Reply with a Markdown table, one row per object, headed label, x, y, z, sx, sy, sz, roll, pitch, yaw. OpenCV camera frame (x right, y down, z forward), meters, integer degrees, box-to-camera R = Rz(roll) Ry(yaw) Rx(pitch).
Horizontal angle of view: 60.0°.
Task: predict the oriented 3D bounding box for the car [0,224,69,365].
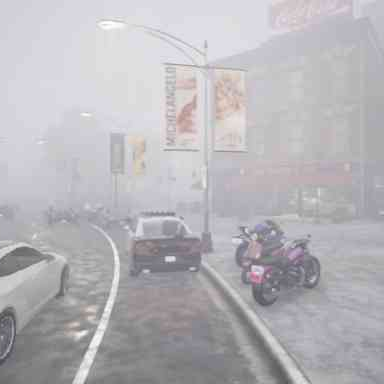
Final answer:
| label | x | y | z | sx | sy | sz | roll | pitch | yaw |
| --- | --- | --- | --- | --- | --- | --- | --- | --- | --- |
| car | -3.482 | 1.542 | 5.579 | 1.812 | 1.442 | 4.674 | 0 | 0 | -6 |

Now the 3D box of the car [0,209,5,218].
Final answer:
| label | x | y | z | sx | sy | sz | roll | pitch | yaw |
| --- | --- | --- | --- | --- | --- | --- | --- | --- | --- |
| car | -8.057 | 1.541 | 11.004 | 1.837 | 1.490 | 4.892 | 0 | 0 | -14 |

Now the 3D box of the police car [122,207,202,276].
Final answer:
| label | x | y | z | sx | sy | sz | roll | pitch | yaw |
| --- | --- | --- | --- | --- | --- | --- | --- | --- | --- |
| police car | -1.105 | 1.439 | 10.656 | 1.930 | 1.638 | 5.238 | 0 | 0 | -13 |

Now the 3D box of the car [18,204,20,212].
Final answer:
| label | x | y | z | sx | sy | sz | roll | pitch | yaw |
| --- | --- | --- | --- | --- | --- | --- | --- | --- | --- |
| car | -21.417 | 1.630 | 38.337 | 4.674 | 1.442 | 1.812 | 0 | 0 | 41 |

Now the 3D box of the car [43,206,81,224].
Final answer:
| label | x | y | z | sx | sy | sz | roll | pitch | yaw |
| --- | --- | --- | --- | --- | --- | --- | --- | --- | --- |
| car | -9.823 | 1.656 | 24.506 | 1.895 | 1.301 | 4.718 | 0 | 0 | -29 |

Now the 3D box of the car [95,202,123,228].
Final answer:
| label | x | y | z | sx | sy | sz | roll | pitch | yaw |
| --- | --- | --- | --- | --- | --- | --- | --- | --- | --- |
| car | -5.239 | 1.635 | 22.790 | 1.895 | 1.301 | 4.718 | 0 | 0 | -23 |

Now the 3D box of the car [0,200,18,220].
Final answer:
| label | x | y | z | sx | sy | sz | roll | pitch | yaw |
| --- | --- | --- | --- | --- | --- | --- | --- | --- | --- |
| car | -16.254 | 1.583 | 27.882 | 1.837 | 1.490 | 4.892 | 0 | 0 | -36 |
